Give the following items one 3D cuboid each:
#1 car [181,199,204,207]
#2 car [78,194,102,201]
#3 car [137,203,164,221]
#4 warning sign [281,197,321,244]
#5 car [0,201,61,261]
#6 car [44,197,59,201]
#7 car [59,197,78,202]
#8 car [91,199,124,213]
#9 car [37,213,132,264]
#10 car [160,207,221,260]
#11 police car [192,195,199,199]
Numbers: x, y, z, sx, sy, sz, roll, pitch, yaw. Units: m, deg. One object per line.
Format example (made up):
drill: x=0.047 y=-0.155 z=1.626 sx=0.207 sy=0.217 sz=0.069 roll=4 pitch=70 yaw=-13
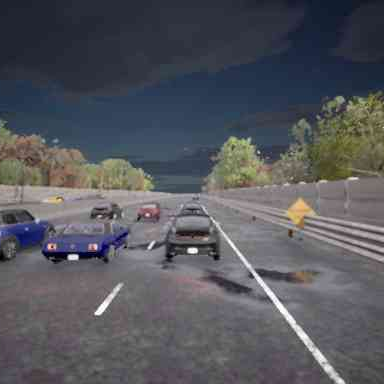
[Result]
car: x=0.039 y=1.603 z=27.614 sx=1.837 sy=1.490 sz=4.892 roll=0 pitch=0 yaw=0
car: x=-17.544 y=1.426 z=58.544 sx=2.150 sy=2.045 sz=5.566 roll=0 pitch=0 yaw=1
car: x=-3.456 y=1.625 z=28.267 sx=1.812 sy=1.442 sz=4.674 roll=0 pitch=0 yaw=0
warning sign: x=4.538 y=1.165 z=13.971 sx=1.300 sy=1.860 sz=1.060 roll=-1 pitch=-1 yaw=0
car: x=-6.959 y=1.395 z=12.540 sx=2.097 sy=1.767 sz=4.553 roll=0 pitch=0 yaw=0
car: x=-24.536 y=1.681 z=58.276 sx=1.882 sy=1.535 sz=5.008 roll=0 pitch=0 yaw=1
car: x=-21.043 y=1.682 z=58.426 sx=1.882 sy=1.535 sz=5.008 roll=0 pitch=0 yaw=1
car: x=-6.961 y=1.603 z=27.635 sx=1.837 sy=1.490 sz=4.892 roll=0 pitch=0 yaw=0
car: x=-3.464 y=1.643 z=11.988 sx=1.895 sy=1.301 sz=4.718 roll=0 pitch=0 yaw=0
car: x=0.041 y=1.551 z=12.648 sx=1.837 sy=1.490 sz=4.892 roll=0 pitch=0 yaw=0
police car: x=1.035 y=1.760 z=94.072 sx=1.930 sy=1.638 sz=5.238 roll=0 pitch=0 yaw=0
